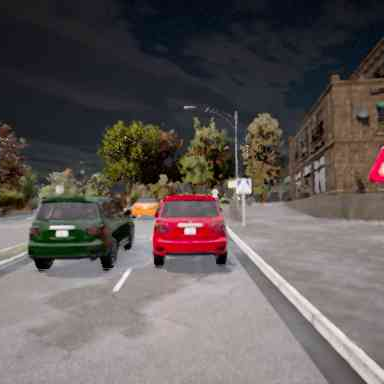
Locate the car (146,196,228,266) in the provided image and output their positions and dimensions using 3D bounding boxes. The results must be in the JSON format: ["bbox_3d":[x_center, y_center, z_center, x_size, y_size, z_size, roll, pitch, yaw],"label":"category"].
[{"bbox_3d":[-0.095,1.144,11.464,2.150,2.045,5.566,0,0,-1],"label":"car"}]

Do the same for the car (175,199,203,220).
[{"bbox_3d":[-0.157,1.320,26.337,1.994,1.385,4.181,-1,1,2],"label":"car"}]

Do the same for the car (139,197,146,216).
[{"bbox_3d":[-3.388,1.133,26.790,2.097,1.767,4.553,-1,1,2],"label":"car"}]

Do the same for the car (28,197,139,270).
[{"bbox_3d":[-3.341,1.168,11.103,2.150,2.045,5.566,0,0,-1],"label":"car"}]
